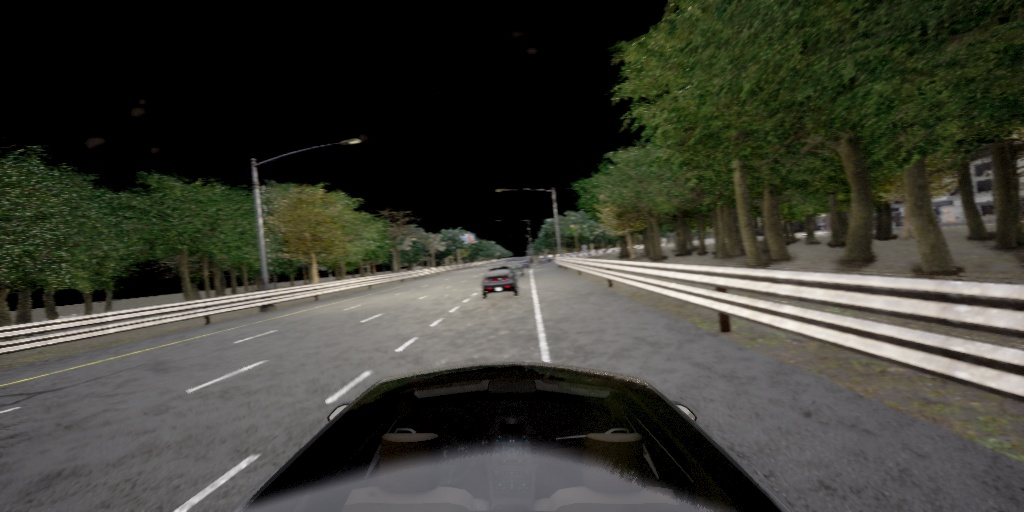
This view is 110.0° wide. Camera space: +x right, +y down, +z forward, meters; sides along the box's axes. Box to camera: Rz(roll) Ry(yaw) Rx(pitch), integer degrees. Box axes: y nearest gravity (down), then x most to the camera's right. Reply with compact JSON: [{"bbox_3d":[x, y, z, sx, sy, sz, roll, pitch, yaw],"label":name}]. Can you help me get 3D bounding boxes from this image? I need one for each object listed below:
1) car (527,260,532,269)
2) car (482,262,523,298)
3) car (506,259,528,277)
[{"bbox_3d":[1.647,1.232,53.785,1.812,1.442,4.674,-6,0,9],"label":"car"},{"bbox_3d":[-0.563,1.353,19.860,1.837,1.490,4.892,-6,0,3],"label":"car"},{"bbox_3d":[0.150,1.165,35.795,2.097,1.767,4.553,-6,0,3],"label":"car"}]
